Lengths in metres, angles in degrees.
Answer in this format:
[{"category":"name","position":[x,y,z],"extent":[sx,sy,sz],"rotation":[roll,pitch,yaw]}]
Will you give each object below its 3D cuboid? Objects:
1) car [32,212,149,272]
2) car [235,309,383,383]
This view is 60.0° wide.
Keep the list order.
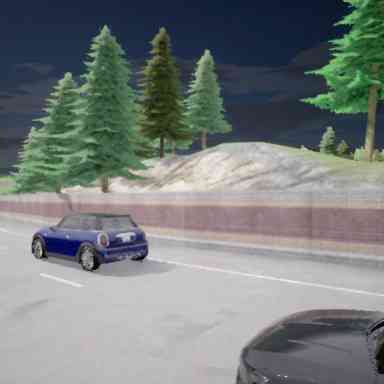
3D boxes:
[{"category":"car","position":[-3.641,1.478,11.524],"extent":[4.553,1.767,2.097],"rotation":[-1,-1,40]},{"category":"car","position":[2.632,1.501,2.179],"extent":[4.892,1.490,1.837],"rotation":[-1,0,36]}]
